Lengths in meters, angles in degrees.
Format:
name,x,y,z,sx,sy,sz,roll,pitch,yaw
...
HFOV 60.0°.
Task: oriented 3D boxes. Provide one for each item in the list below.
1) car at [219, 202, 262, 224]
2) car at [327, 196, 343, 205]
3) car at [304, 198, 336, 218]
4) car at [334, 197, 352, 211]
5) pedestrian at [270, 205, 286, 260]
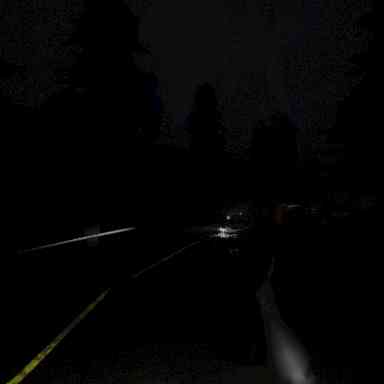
name,x,y,z,sx,sy,sz,roll,pitch,yaw
car,3.706,1.490,24.789,2.128,1.511,4.902,0,0,30
car,25.787,1.502,59.724,1.837,1.490,4.892,0,0,33
car,11.653,1.563,30.573,1.994,1.385,4.181,0,0,30
car,18.935,1.350,42.150,2.097,1.767,4.553,0,0,32
pedestrian,2.827,1.293,11.016,0.375,1.860,0.375,0,0,16
